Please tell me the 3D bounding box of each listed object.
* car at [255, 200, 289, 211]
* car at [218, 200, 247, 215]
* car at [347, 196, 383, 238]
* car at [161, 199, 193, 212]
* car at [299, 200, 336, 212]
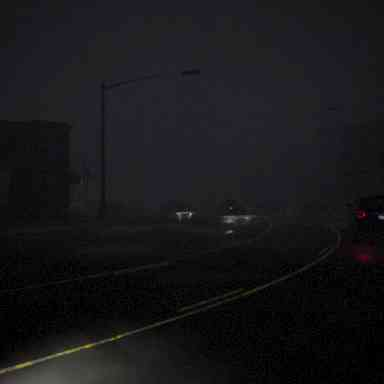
[{"bbox_3d":[9.488,1.572,40.031,1.895,1.301,4.718,0,0,-19],"label":"car"},{"bbox_3d":[3.916,1.505,33.329,1.812,1.442,4.674,0,0,-12],"label":"car"},{"bbox_3d":[9.393,1.205,17.178,2.150,2.045,5.566,0,0,22],"label":"car"},{"bbox_3d":[-1.883,1.529,39.040,2.033,1.411,5.357,0,0,-28],"label":"car"},{"bbox_3d":[13.933,1.570,37.325,1.895,1.301,4.718,0,0,-13],"label":"car"}]
